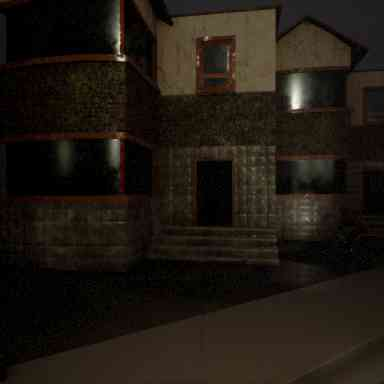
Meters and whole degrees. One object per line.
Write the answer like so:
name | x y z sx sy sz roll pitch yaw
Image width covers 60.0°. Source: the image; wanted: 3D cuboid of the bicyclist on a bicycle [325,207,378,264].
bicyclist on a bicycle | 4.740 1.295 10.007 0.582 1.620 1.656 0 -1 -35
